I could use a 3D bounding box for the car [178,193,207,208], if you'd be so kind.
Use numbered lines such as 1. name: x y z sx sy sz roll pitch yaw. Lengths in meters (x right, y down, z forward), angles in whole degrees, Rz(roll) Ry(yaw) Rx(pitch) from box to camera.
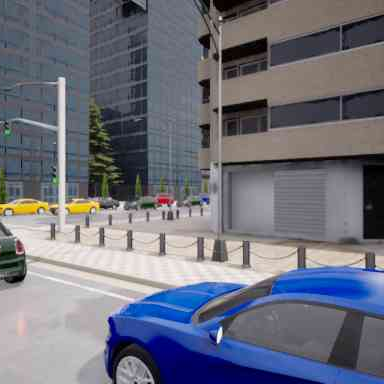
1. car: -0.288 1.296 48.073 2.097 1.767 4.553 0 0 36

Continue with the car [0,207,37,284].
1. car: -6.209 1.352 8.413 4.553 1.767 2.097 0 0 36

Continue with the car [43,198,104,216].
1. car: -11.465 1.422 32.645 1.882 1.535 5.008 0 0 36

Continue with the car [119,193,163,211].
1. car: -6.095 1.296 40.064 2.097 1.767 4.553 0 0 36

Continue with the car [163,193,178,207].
1. car: -4.896 1.166 47.689 2.150 2.045 5.566 0 0 35

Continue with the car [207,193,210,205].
1. car: 1.127 1.166 55.958 2.150 2.045 5.566 0 0 36

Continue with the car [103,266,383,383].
1. car: 1.287 1.478 3.073 5.008 1.535 1.882 0 0 36

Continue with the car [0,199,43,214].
1. car: -16.321 1.422 31.915 1.882 1.535 5.008 0 0 36

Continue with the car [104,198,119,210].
1. car: -10.807 1.436 39.524 2.128 1.511 4.902 0 0 36
